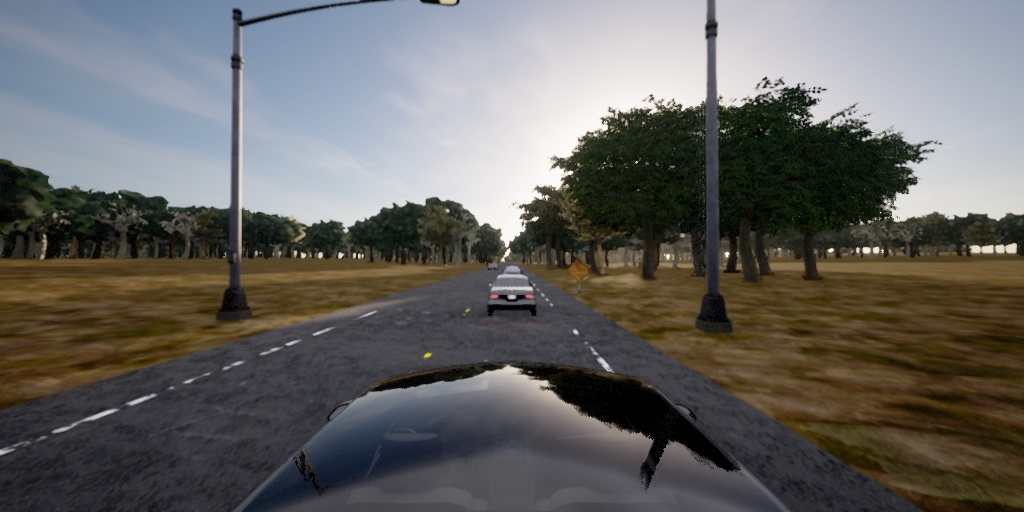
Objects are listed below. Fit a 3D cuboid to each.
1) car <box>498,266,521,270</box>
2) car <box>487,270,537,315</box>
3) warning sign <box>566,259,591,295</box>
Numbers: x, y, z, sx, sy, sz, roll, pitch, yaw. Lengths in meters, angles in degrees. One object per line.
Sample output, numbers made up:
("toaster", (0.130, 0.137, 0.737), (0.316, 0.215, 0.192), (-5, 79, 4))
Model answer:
("car", (0.028, 1.608, 30.790), (1.812, 1.442, 4.674), (0, 0, 1))
("car", (0.011, 1.446, 14.435), (2.033, 1.411, 5.357), (0, -1, 0))
("warning sign", (3.551, 1.063, 18.800), (1.300, 1.860, 1.060), (0, 0, 0))
